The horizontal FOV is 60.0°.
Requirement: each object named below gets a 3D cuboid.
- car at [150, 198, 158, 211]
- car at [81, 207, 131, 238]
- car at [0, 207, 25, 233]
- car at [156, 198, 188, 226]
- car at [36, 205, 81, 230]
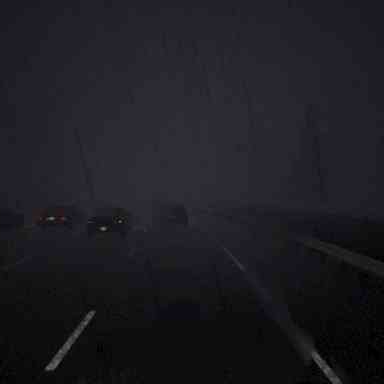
[{"bbox_3d":[-4.178,1.471,41.181,1.882,1.535,5.008,0,0,-11],"label":"car"},{"bbox_3d":[-4.321,1.526,17.754,1.812,1.442,4.674,0,0,-5],"label":"car"},{"bbox_3d":[-11.510,1.573,19.484,1.994,1.385,4.181,0,0,-5],"label":"car"},{"bbox_3d":[-1.399,1.473,23.461,1.882,1.535,5.008,0,0,-6],"label":"car"},{"bbox_3d":[-8.132,1.552,21.132,2.033,1.411,5.357,0,0,-6],"label":"car"}]
